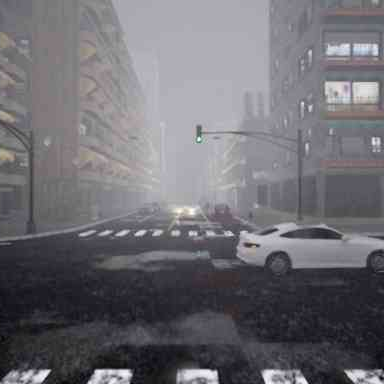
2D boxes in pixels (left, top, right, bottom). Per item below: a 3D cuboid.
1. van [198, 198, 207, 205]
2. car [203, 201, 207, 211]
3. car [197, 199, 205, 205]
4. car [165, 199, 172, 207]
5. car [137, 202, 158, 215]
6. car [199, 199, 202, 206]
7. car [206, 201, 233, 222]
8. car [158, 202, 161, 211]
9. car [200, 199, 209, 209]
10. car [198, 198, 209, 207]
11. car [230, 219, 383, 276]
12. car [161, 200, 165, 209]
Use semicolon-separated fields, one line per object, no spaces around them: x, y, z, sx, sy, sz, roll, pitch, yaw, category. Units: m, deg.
2.540;2.157;63.737;1.690;1.788;3.998;0;-1;0;van
2.604;2.010;36.065;2.008;1.369;4.403;0;-1;0;car
2.474;2.726;91.402;1.887;1.381;4.507;0;-1;0;car
-5.854;2.428;69.248;1.887;1.381;4.507;0;-1;0;car
-5.790;2.075;41.580;2.008;1.369;4.403;0;-1;0;car
2.552;2.326;58.200;1.802;1.307;4.206;0;-1;0;car
2.617;1.829;30.532;1.967;1.590;4.097;0;-1;0;car
-5.802;2.177;47.113;1.802;1.307;4.206;0;-1;0;car
2.565;2.254;52.666;1.802;1.307;4.206;0;-1;0;car
2.514;2.277;74.804;2.192;1.841;5.009;0;-1;0;car
3.710;1.646;10.204;4.674;1.442;1.812;-1;-1;0;car
-5.815;2.233;52.648;1.947;1.339;4.313;0;-1;0;car
